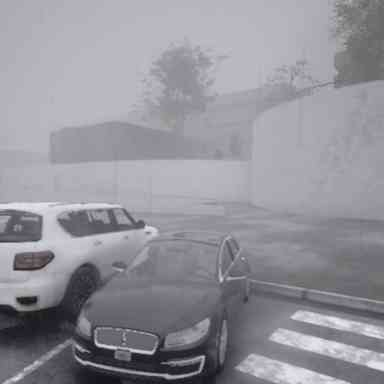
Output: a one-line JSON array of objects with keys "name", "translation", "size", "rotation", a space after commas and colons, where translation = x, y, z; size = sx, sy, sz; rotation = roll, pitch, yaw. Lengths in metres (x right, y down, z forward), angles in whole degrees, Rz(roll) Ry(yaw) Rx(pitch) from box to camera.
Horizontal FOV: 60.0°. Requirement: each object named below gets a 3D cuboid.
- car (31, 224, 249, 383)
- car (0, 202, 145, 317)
[{"name": "car", "translation": [-0.083, 1.493, 5.869], "size": [2.231, 1.521, 4.892], "rotation": [1, -1, 15]}, {"name": "car", "translation": [-2.515, 1.241, 7.628], "size": [2.435, 2.045, 5.566], "rotation": [0, -1, 15]}]
